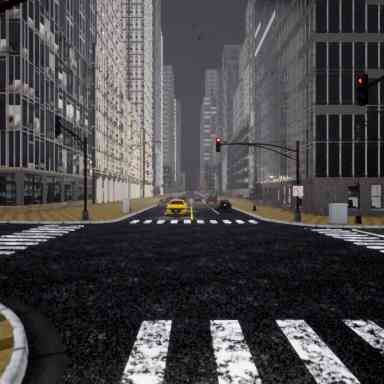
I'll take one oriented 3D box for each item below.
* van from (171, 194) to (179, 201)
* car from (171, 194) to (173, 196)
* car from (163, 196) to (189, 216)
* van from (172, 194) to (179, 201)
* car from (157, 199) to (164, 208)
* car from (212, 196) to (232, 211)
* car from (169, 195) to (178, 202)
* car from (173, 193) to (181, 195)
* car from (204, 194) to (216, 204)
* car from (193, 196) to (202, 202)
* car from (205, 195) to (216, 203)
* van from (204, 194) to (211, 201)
[{"bbox_3d":[-4.137,1.320,80.484,1.690,1.788,3.998,0,0,0],"label":"van"},{"bbox_3d":[-4.073,1.563,63.901,1.947,1.339,4.313,0,0,0],"label":"car"},{"bbox_3d":[-1.487,1.494,33.325,1.882,1.535,5.008,0,0,0],"label":"car"},{"bbox_3d":[-4.158,1.314,86.012,1.690,1.788,3.998,0,0,0],"label":"van"},{"bbox_3d":[-4.009,1.592,47.319,1.802,1.307,4.206,0,0,0],"label":"car"},{"bbox_3d":[3.942,1.579,41.823,1.947,1.339,4.313,0,0,0],"label":"car"},{"bbox_3d":[-4.116,1.426,74.957,1.967,1.590,4.097,0,0,0],"label":"car"},{"bbox_3d":[-1.555,1.359,53.395,2.097,1.767,4.553,0,0,0],"label":"car"},{"bbox_3d":[3.807,1.312,63.931,2.192,1.841,5.009,0,0,0],"label":"car"},{"bbox_3d":[1.219,1.528,72.936,2.033,1.411,5.357,0,0,0],"label":"car"},{"bbox_3d":[3.786,1.432,69.460,1.967,1.590,4.097,0,0,0],"label":"car"},{"bbox_3d":[3.743,1.320,80.515,1.690,1.788,3.998,0,0,0],"label":"van"}]
